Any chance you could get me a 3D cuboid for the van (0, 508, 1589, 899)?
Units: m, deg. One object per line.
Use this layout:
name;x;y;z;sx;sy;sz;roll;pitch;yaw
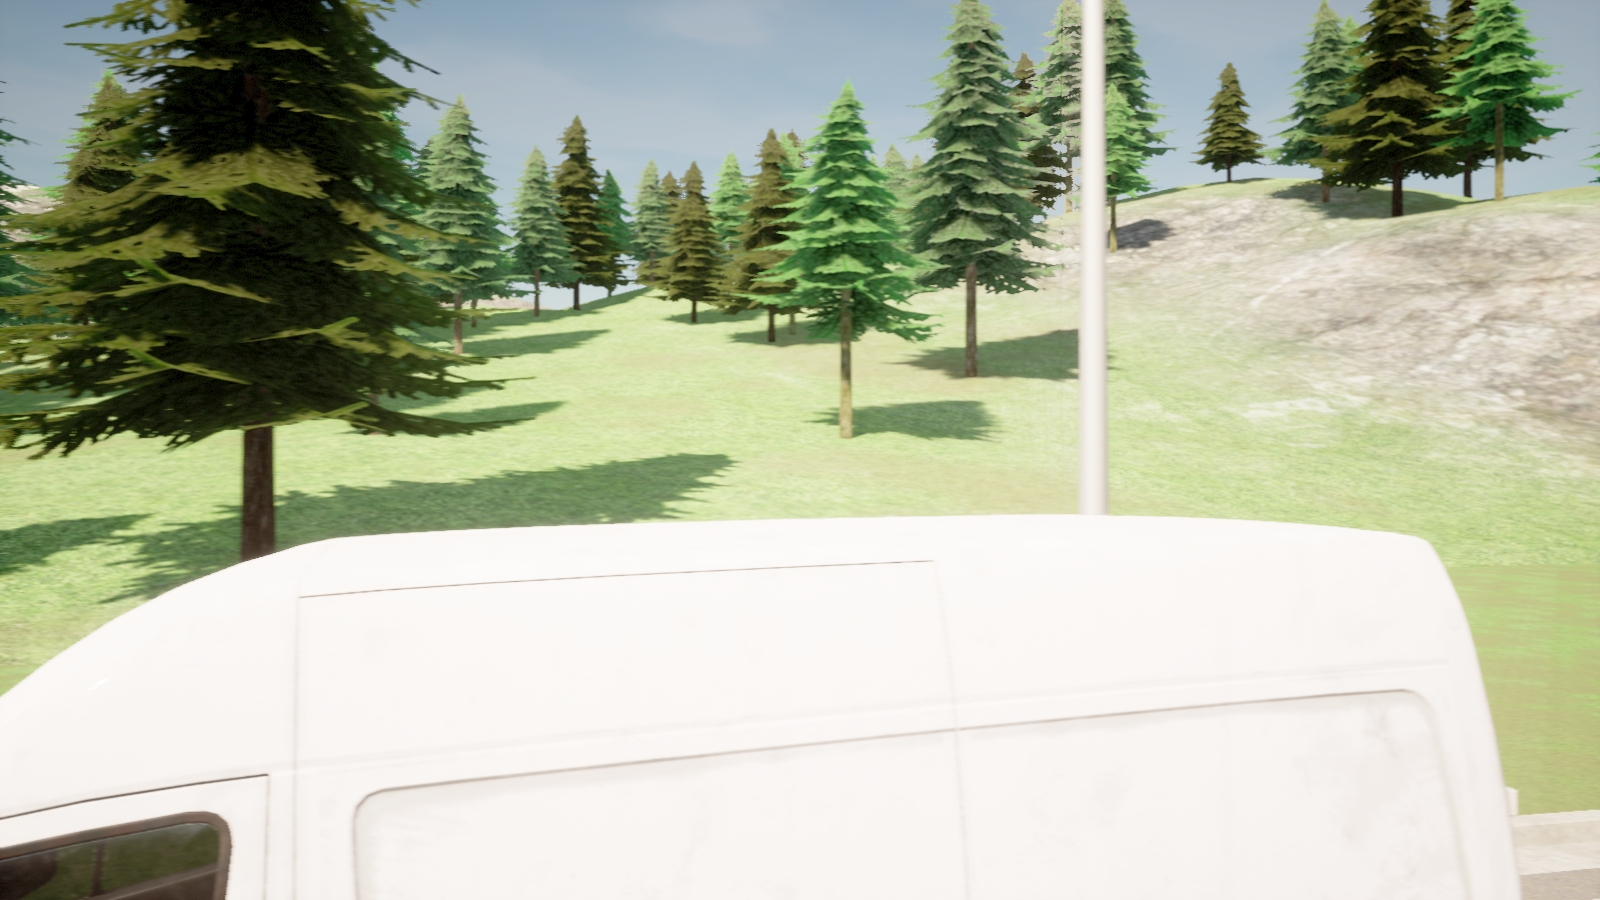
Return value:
van;-0.806;1.533;3.311;5.915;2.561;1.988;0;-1;-19
